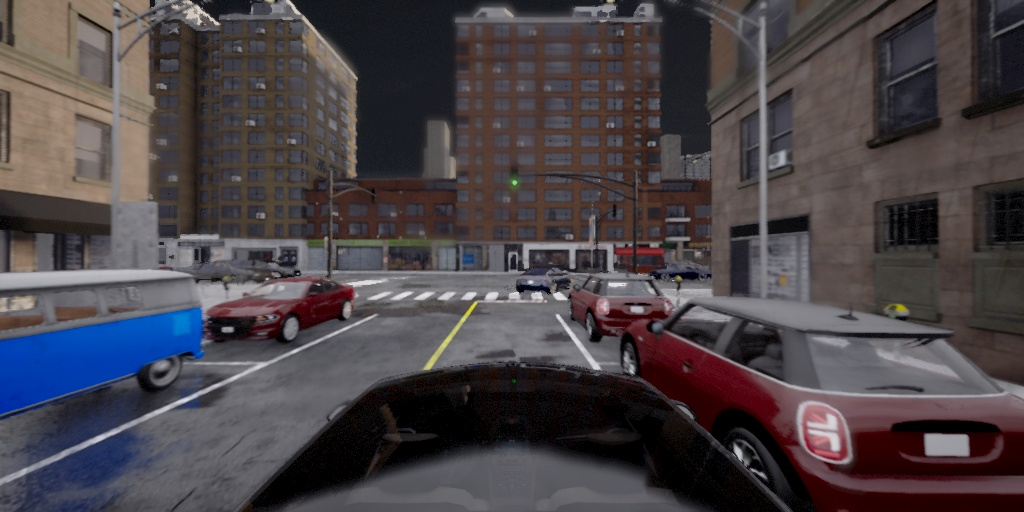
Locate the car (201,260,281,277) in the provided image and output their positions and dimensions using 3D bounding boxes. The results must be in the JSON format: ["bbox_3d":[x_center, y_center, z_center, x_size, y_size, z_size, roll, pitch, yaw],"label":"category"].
[{"bbox_3d":[-17.996,1.046,22.535,5.357,1.411,2.033,0,0,0],"label":"car"}]

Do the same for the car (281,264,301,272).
[{"bbox_3d":[-17.797,1.024,25.785,4.892,1.490,1.837,0,0,0],"label":"car"}]

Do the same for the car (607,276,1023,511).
[{"bbox_3d":[2.668,1.180,4.151,1.967,1.591,4.097,0,0,0],"label":"car"}]

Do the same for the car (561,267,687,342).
[{"bbox_3d":[2.667,1.160,9.634,1.967,1.591,4.097,0,0,0],"label":"car"}]

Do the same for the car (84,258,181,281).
[{"bbox_3d":[-27.226,0.936,25.843,5.008,1.535,1.882,0,0,1],"label":"car"}]

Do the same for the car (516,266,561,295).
[{"bbox_3d":[1.936,1.213,19.195,1.994,1.385,4.181,0,1,30],"label":"car"}]

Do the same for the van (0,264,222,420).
[{"bbox_3d":[-5.857,1.082,4.151,1.690,1.789,3.998,0,0,0],"label":"van"}]

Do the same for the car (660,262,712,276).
[{"bbox_3d":[13.595,1.381,29.043,4.718,1.301,1.895,0,0,0],"label":"car"}]

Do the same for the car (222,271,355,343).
[{"bbox_3d":[-5.858,1.267,9.633,1.888,1.381,4.507,0,0,0],"label":"car"}]
